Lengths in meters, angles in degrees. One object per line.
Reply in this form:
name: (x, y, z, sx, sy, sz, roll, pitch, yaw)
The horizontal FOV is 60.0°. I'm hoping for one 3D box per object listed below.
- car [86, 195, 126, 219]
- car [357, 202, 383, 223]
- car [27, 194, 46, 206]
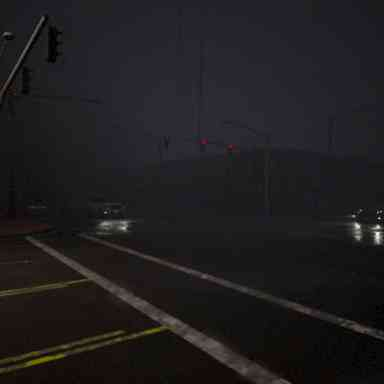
car: (-8.157, 1.336, 31.220, 2.150, 2.045, 5.566, 1, 0, -35)
car: (16.077, 1.649, 28.363, 4.553, 1.767, 2.097, 1, 0, -35)
car: (-26.639, 1.347, 56.952, 2.150, 2.045, 5.566, 1, 0, -36)
